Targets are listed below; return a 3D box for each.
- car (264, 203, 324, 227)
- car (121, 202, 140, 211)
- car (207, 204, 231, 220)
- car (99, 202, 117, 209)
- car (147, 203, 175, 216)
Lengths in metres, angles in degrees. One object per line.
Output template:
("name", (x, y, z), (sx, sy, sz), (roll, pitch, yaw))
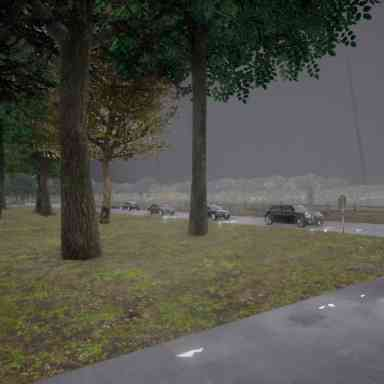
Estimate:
("car", (7.820, 1.687, 25.698), (2.097, 1.767, 4.553), (-1, 0, -35))
("car", (-10.638, 2.434, 57.146), (1.837, 1.490, 4.892), (-1, 0, -35))
("car", (1.953, 2.028, 34.069), (1.837, 1.490, 4.892), (-1, 0, -35))
("car", (-16.586, 2.652, 65.620), (2.033, 1.411, 5.357), (-1, 0, -35))
("car", (-3.994, 2.213, 42.564), (1.837, 1.490, 4.892), (-1, 0, -35))
